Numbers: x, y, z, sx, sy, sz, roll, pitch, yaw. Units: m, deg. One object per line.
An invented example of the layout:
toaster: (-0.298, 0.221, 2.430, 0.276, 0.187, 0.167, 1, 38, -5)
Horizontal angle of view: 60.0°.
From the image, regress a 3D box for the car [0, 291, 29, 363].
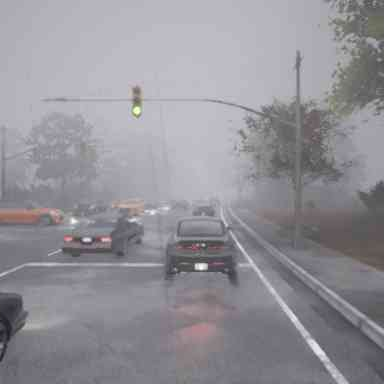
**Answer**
car: (-3.356, 1.545, 2.477, 2.033, 1.411, 5.357, 0, 0, 0)

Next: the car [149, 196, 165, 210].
car: (-5.119, 1.538, 42.476, 1.994, 1.385, 4.181, 0, 0, 5)

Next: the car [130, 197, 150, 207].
car: (-7.850, 1.494, 50.368, 1.812, 1.442, 4.674, 0, 0, 6)

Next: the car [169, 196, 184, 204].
car: (-2.877, 1.454, 62.608, 2.128, 1.511, 4.902, 0, 0, 7)

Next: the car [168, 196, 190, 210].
car: (-1.400, 1.575, 42.408, 1.895, 1.301, 4.718, 0, 0, 5)

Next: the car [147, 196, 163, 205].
car: (-6.656, 1.468, 60.607, 1.837, 1.490, 4.892, 0, 0, 7)

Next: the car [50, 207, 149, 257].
car: (-3.168, 1.539, 12.867, 2.033, 1.411, 5.357, 0, 0, 2)

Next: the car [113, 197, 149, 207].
car: (-5.899, 1.457, 32.571, 1.882, 1.535, 5.008, 0, 0, 4)

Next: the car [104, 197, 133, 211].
car: (-8.805, 1.466, 40.463, 2.128, 1.511, 4.902, 0, 0, 5)

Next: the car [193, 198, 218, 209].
car: (1.043, 1.509, 28.580, 1.812, 1.442, 4.674, 0, 0, 3)

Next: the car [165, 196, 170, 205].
car: (-4.107, 1.460, 52.410, 2.128, 1.511, 4.902, 0, 0, 7)

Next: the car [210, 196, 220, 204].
car: (4.205, 1.490, 62.762, 1.812, 1.442, 4.674, 0, 0, 8)

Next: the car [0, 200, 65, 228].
car: (-10.554, 1.336, 21.414, 4.553, 1.767, 2.097, 0, 0, -4)

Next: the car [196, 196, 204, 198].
car: (1.629, 1.561, 68.817, 1.895, 1.301, 4.718, 0, 0, 8)

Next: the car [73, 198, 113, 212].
car: (-9.473, 1.331, 31.498, 2.097, 1.767, 4.553, 0, 0, 4)

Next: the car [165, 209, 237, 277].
car: (0.265, 1.499, 10.213, 1.837, 1.490, 4.892, 0, 0, 1)
